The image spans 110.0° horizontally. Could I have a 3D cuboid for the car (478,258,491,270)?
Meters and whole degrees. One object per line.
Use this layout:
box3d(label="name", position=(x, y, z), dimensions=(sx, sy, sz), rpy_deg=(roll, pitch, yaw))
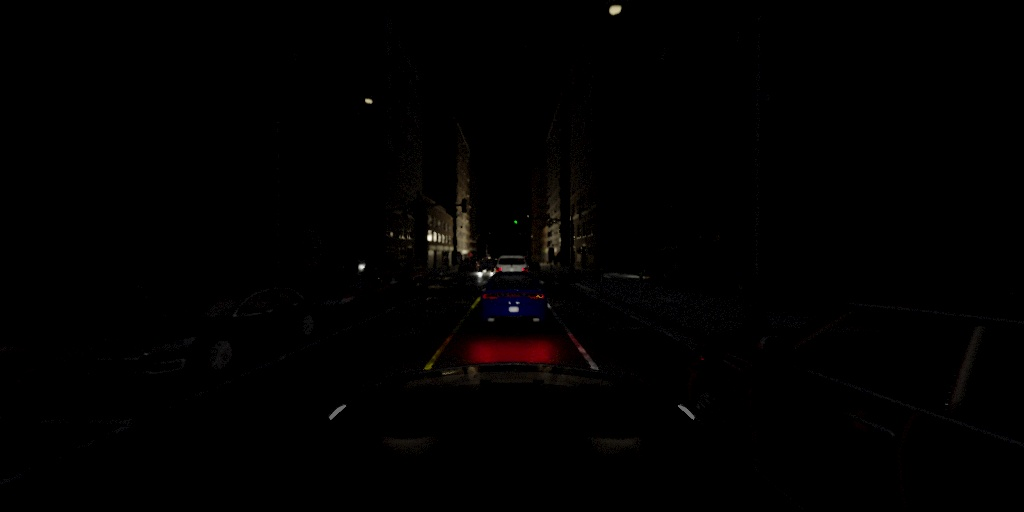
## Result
box3d(label="car", position=(-3.239, 1.308, 46.052), dimensions=(1.812, 1.442, 4.674), rpy_deg=(0, 0, -3))

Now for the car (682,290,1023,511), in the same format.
box3d(label="car", position=(2.857, 1.064, 1.807), dimensions=(2.192, 1.841, 5.009), rpy_deg=(0, 0, 0))

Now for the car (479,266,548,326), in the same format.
box3d(label="car", position=(0.044, 1.230, 11.649), dimensions=(1.882, 1.535, 5.008), rpy_deg=(0, 0, 0))

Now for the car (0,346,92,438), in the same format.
box3d(label="car", position=(-5.668, 1.295, 1.758), dimensions=(1.888, 1.381, 4.507), rpy_deg=(0, 0, 0))

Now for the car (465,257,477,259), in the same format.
box3d(label="car", position=(-5.821, 1.104, 51.070), dimensions=(2.192, 1.841, 5.009), rpy_deg=(0, 0, 0))

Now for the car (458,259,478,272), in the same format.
box3d(label="car", position=(-5.804, 1.363, 45.505), dimensions=(1.802, 1.307, 4.207), rpy_deg=(0, 0, 0))

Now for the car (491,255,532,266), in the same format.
box3d(label="car", position=(-0.007, 0.982, 24.423), dimensions=(2.150, 2.045, 5.566), rpy_deg=(0, 0, 0))

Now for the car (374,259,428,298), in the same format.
box3d(label="car", position=(-5.720, 1.070, 18.505), dimensions=(2.192, 1.841, 5.009), rpy_deg=(0, 0, 0))

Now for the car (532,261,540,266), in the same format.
box3d(label="car", position=(2.721, 1.363, 45.559), dimensions=(1.802, 1.307, 4.207), rpy_deg=(0, 0, 0))

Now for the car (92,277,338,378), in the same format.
box3d(label="car", position=(-5.685, 1.301, 7.340), dimensions=(2.007, 1.370, 4.403), rpy_deg=(0, 0, 0))

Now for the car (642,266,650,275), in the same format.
box3d(label="car", position=(14.582, 1.208, 34.159), dimensions=(4.181, 1.385, 1.994), rpy_deg=(0, 1, 0))

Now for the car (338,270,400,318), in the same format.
box3d(label="car", position=(-5.702, 1.334, 12.923), dimensions=(1.802, 1.307, 4.207), rpy_deg=(0, 0, 0))
